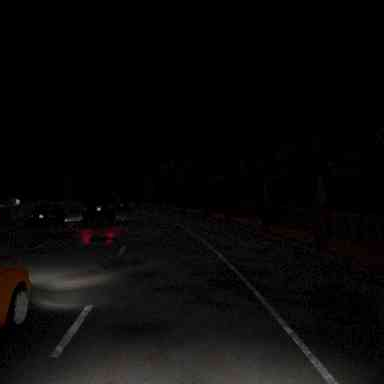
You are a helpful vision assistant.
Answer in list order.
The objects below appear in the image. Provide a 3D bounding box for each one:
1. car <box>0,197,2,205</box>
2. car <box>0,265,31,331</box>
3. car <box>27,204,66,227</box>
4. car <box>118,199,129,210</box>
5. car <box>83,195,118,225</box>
[{"bbox_3d":[-36.222,1.398,61.003,2.150,2.045,5.566,-1,0,-31],"label":"car"},{"bbox_3d":[-3.676,1.485,3.830,1.882,1.535,5.008,0,0,-2],"label":"car"},{"bbox_3d":[-10.053,1.571,23.209,2.033,1.411,5.357,0,0,-15],"label":"car"},{"bbox_3d":[-9.256,1.563,41.818,1.994,1.385,4.181,0,0,-23],"label":"car"},{"bbox_3d":[-6.865,1.228,24.718,2.150,2.045,5.566,0,0,-14],"label":"car"}]
